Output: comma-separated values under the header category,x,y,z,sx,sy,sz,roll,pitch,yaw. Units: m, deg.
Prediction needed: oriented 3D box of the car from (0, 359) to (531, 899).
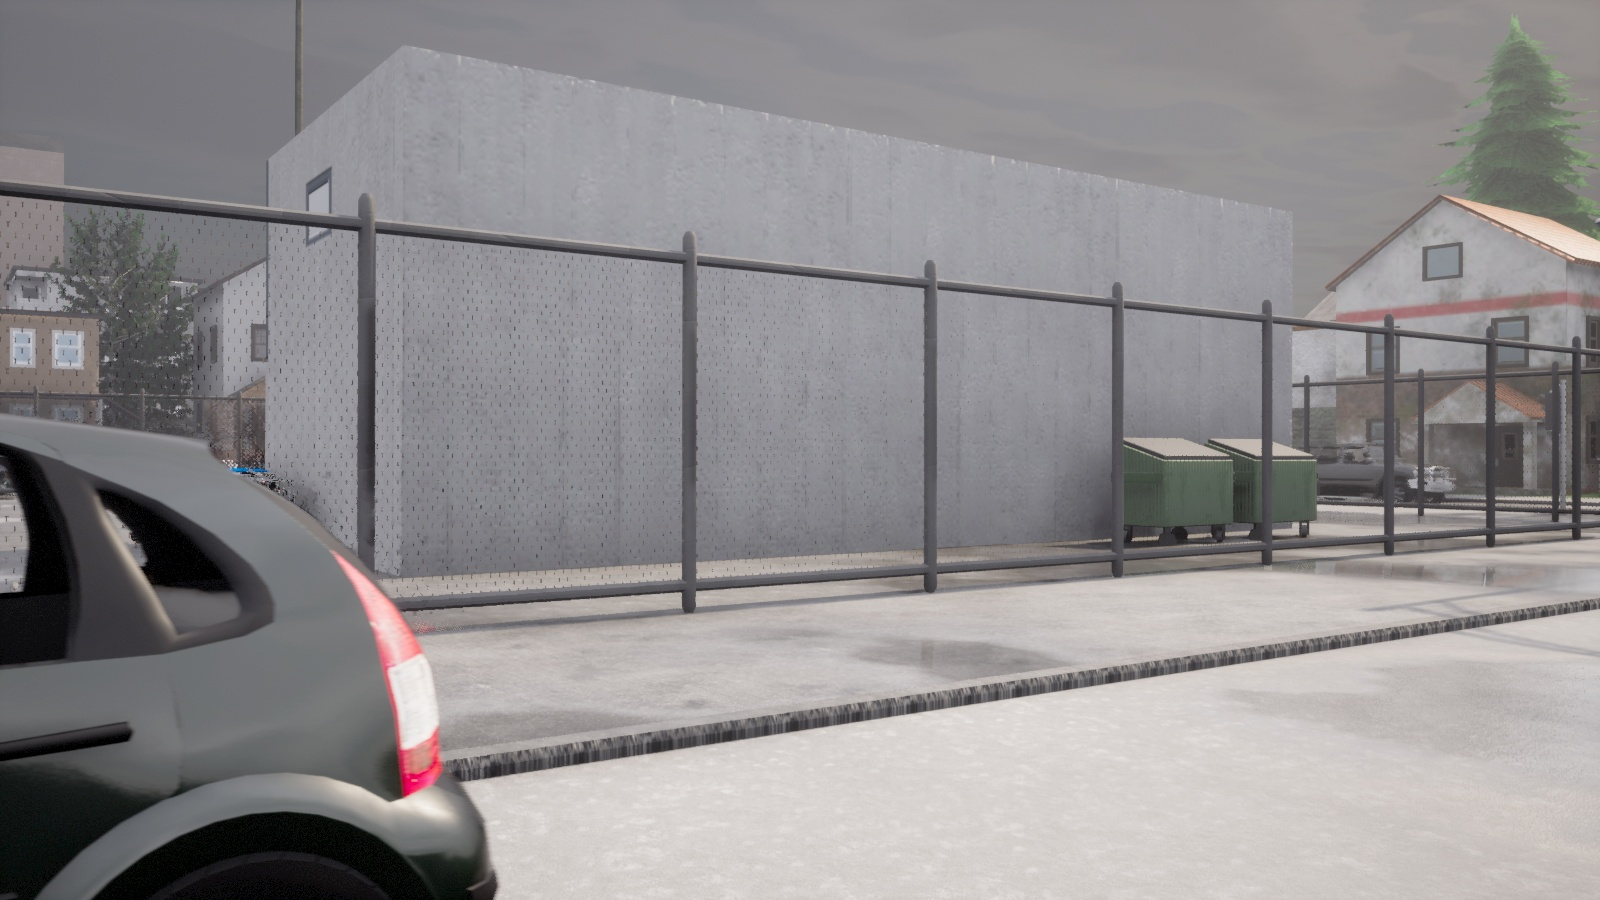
category,x,y,z,sx,sy,sz,roll,pitch,yaw
car,-2.750,0.655,2.353,3.988,1.617,1.851,0,0,-35

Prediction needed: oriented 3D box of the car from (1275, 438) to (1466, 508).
category,x,y,z,sx,sy,sz,roll,pitch,yaw
car,16.104,0.614,35.694,1.932,1.855,4.605,0,0,-35
